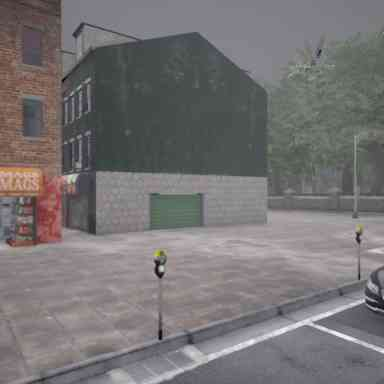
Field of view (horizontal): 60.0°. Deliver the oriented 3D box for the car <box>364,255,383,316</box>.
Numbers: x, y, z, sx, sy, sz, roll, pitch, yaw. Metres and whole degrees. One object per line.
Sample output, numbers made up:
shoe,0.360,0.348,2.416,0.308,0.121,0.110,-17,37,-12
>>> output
car,5.046,1.551,6.424,4.403,1.369,2.008,0,0,-36
